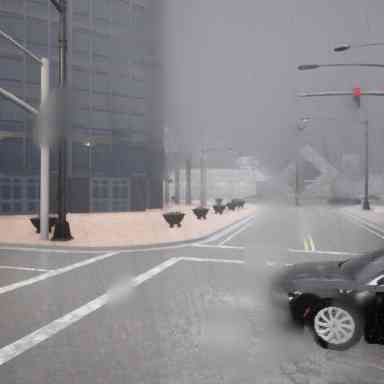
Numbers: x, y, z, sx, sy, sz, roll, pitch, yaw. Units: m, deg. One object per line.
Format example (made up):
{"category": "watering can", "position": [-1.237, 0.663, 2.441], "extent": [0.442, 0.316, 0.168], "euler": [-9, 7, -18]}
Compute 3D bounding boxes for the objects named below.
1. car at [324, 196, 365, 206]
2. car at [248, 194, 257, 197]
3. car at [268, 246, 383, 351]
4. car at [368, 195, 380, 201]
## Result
{"category": "car", "position": [23.849, 1.389, 52.279], "extent": [4.902, 1.511, 2.128], "euler": [0, 0, 6]}
{"category": "car", "position": [17.893, 1.236, 93.696], "extent": [4.902, 1.511, 2.128], "euler": [0, 0, -25]}
{"category": "car", "position": [3.670, 1.533, 5.093], "extent": [4.892, 1.490, 1.837], "euler": [0, 0, 17]}
{"category": "car", "position": [44.260, 1.407, 82.614], "extent": [1.812, 1.442, 4.674], "euler": [0, 0, -27]}
